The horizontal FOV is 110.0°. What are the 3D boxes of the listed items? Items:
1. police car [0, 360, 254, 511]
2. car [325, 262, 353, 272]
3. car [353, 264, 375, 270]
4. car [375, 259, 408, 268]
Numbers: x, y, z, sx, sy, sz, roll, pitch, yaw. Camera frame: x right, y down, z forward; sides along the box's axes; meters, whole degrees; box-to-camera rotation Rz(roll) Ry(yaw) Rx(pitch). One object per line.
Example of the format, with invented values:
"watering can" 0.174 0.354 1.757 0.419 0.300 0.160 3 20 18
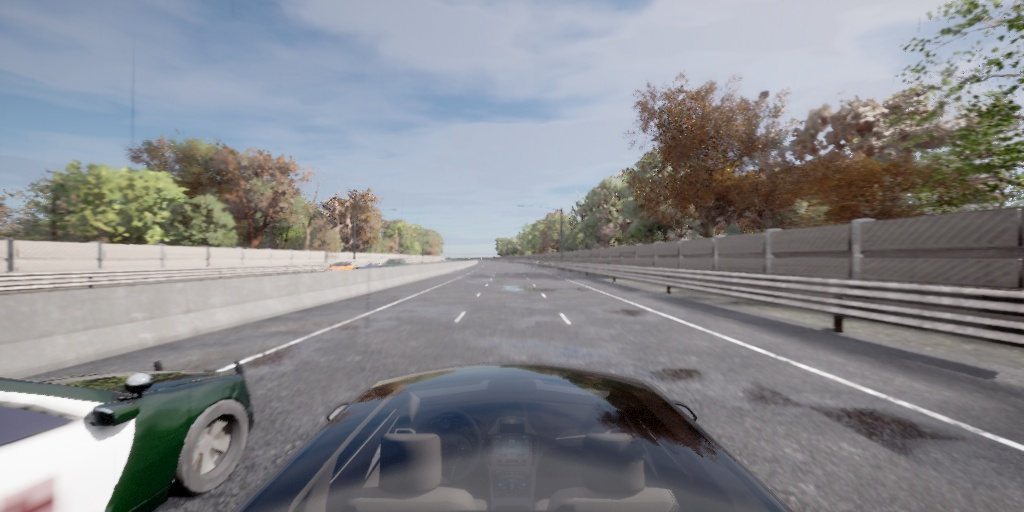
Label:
"police car" -3.526 1.302 1.646 2.038 1.542 4.974 0 0 0
"car" -21.509 1.528 45.053 2.097 1.767 4.553 0 0 -1
"car" -18.010 1.708 46.196 2.033 1.411 5.357 0 0 -1
"car" -14.495 1.345 44.249 2.150 2.045 5.566 0 0 -1
